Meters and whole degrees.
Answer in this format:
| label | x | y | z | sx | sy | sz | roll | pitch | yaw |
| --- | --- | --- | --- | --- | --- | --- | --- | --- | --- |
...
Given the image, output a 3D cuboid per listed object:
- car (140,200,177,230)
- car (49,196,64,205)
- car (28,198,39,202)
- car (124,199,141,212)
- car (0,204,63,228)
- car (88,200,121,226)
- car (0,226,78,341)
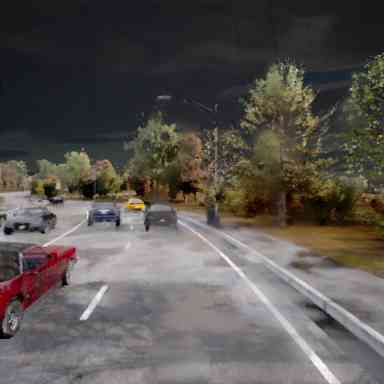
| label | x | y | z | sx | sy | sz | roll | pitch | yaw |
| --- | --- | --- | --- | --- | --- | --- | --- | --- | --- |
| car | -2.126 | 1.488 | 21.412 | 1.882 | 1.535 | 5.008 | 0 | 0 | -10 |
| car | -24.346 | 1.566 | 59.689 | 1.882 | 1.535 | 5.008 | 0 | 0 | -32 |
| car | -27.327 | 1.250 | 57.856 | 1.994 | 1.385 | 4.181 | 0 | 0 | -32 |
| car | -6.860 | 1.502 | 39.178 | 1.882 | 1.535 | 5.008 | 0 | 0 | -19 |
| car | -8.961 | 1.589 | 18.818 | 1.994 | 1.385 | 4.181 | 0 | 0 | -10 |
| car | -6.225 | 1.371 | 24.023 | 2.097 | 1.767 | 4.553 | 0 | 0 | -11 |
| car | -3.725 | 1.613 | 6.420 | 1.895 | 1.301 | 4.718 | 0 | 0 | -3 |
